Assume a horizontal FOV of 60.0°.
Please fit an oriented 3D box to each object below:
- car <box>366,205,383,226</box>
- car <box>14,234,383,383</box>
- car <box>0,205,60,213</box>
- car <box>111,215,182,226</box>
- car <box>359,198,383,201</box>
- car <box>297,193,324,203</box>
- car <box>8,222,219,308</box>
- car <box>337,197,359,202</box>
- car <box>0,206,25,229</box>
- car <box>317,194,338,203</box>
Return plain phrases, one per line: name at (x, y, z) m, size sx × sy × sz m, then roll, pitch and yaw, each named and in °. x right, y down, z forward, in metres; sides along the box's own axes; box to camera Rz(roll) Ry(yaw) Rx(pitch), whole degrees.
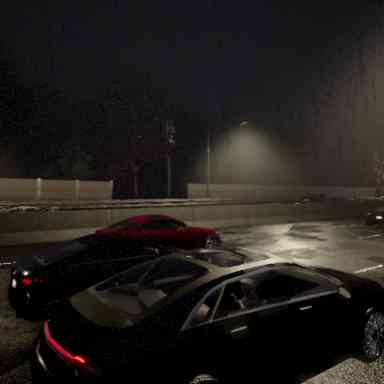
car at (13.219, 1.552, 21.766) m, size 4.181 × 1.385 × 1.994 m, roll 0°, pitch 0°, yaw -36°
car at (0.677, 1.490, 4.227) m, size 4.902 × 1.511 × 2.128 m, roll 0°, pitch 0°, yaw -36°
car at (-9.773, 1.492, 18.516) m, size 4.902 × 1.511 × 2.128 m, roll 0°, pitch 0°, yaw -35°
car at (-1.091, 1.523, 11.564) m, size 4.674 × 1.442 × 1.812 m, roll 0°, pitch 0°, yaw -35°
car at (23.690, 1.525, 42.345) m, size 4.674 × 1.442 × 1.812 m, roll 0°, pitch 0°, yaw -35°
car at (18.705, 1.222, 51.662) m, size 5.566 × 2.045 × 2.150 m, roll 0°, pitch 0°, yaw -35°
car at (-1.469, 1.563, 6.992) m, size 4.181 × 1.385 × 1.994 m, roll 0°, pitch 0°, yaw -36°
car at (22.941, 1.549, 46.089) m, size 5.357 × 1.411 × 2.033 m, roll 0°, pitch 0°, yaw -35°
car at (-13.056, 1.603, 20.473) m, size 4.718 × 1.301 × 1.895 m, roll 0°, pitch 0°, yaw -35°
car at (21.052, 1.506, 49.040) m, size 4.892 × 1.490 × 1.837 m, roll 0°, pitch 0°, yaw -35°
